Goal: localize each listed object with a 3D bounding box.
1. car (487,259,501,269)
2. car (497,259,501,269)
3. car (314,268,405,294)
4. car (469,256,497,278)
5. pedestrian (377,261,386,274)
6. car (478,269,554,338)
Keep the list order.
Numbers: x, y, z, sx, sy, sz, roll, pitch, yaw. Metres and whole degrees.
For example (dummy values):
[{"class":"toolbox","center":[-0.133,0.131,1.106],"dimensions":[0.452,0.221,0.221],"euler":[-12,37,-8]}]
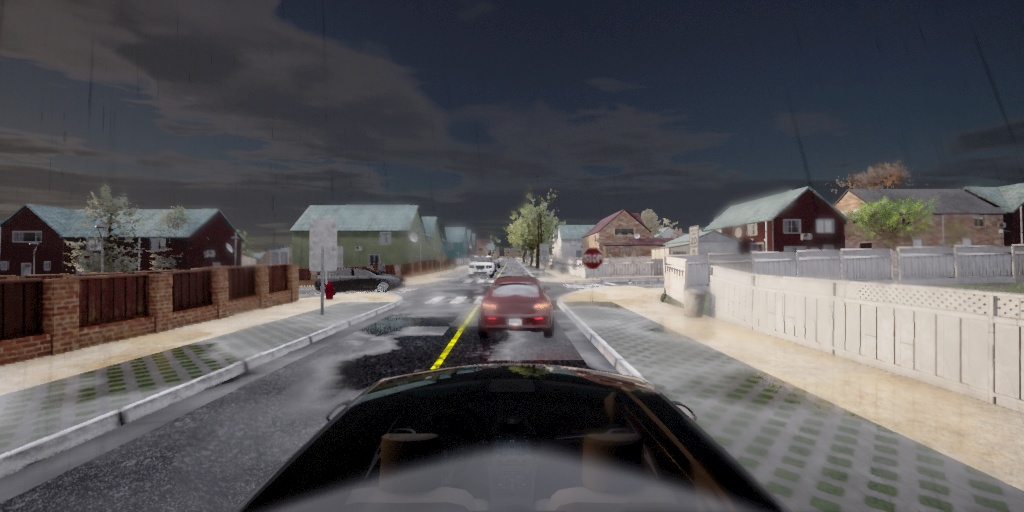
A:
[{"class":"car","center":[-2.813,1.225,56.314],"dimensions":[1.882,1.535,5.008],"euler":[0,0,0]},{"class":"car","center":[-2.824,1.242,44.596],"dimensions":[2.128,1.511,4.902],"euler":[0,0,0]},{"class":"car","center":[-8.817,1.431,20.954],"dimensions":[4.892,1.490,1.837],"euler":[-2,-1,-5]},{"class":"car","center":[-2.819,0.973,34.363],"dimensions":[2.150,2.045,5.566],"euler":[0,0,0]},{"class":"pedestrian","center":[-9.680,1.212,26.548],"dimensions":[0.375,1.860,0.375],"euler":[0,0,0]},{"class":"car","center":[0.138,1.278,10.123],"dimensions":[1.812,1.442,4.674],"euler":[0,0,2]}]
